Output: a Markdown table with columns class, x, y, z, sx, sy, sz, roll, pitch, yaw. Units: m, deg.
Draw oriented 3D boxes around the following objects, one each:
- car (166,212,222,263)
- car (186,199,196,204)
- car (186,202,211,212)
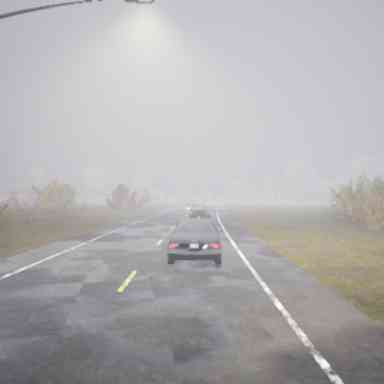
| class | x | y | z | sx | sy | sz | roll | pitch | yaw |
| --- | --- | --- | --- | --- | --- | --- | --- | --- | --- |
| car | 0.125 | 1.684 | 12.451 | 2.033 | 1.411 | 5.357 | 0 | -1 | 1 |
| car | -0.051 | 2.221 | 65.974 | 2.128 | 1.511 | 4.902 | 0 | -1 | 6 |
| car | 0.682 | 1.839 | 28.770 | 1.812 | 1.442 | 4.674 | 0 | 0 | 3 |
